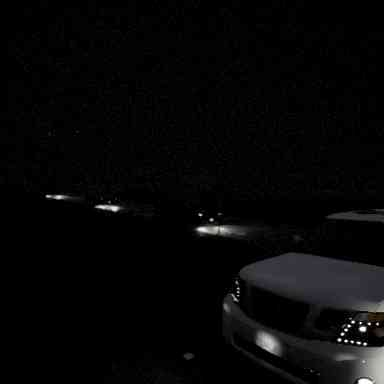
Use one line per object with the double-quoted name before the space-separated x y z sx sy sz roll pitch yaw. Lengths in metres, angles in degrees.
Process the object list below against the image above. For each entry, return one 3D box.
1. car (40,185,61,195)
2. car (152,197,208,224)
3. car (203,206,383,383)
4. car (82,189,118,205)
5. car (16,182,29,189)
"car" -20.647 -0.300 48.498 1.895 1.301 4.718 0 2 -36
"car" -0.467 1.027 20.378 2.033 1.411 5.357 0 2 -36
"car" 3.062 1.287 5.115 5.566 2.045 2.150 1 -1 -35
"car" -8.987 0.431 32.182 2.033 1.411 5.357 0 2 -36
"car" -41.767 -1.487 82.447 1.812 1.442 4.674 0 1 -36
